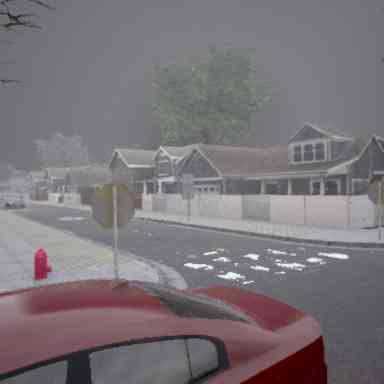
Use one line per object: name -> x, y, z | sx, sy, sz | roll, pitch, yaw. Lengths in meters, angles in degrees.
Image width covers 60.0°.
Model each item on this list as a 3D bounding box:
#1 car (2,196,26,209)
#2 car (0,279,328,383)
car -> -23.194, 1.439, 43.608 | 1.812, 1.442, 4.674 | -2, 1, -35
car -> -1.206, 1.479, 2.092 | 5.008, 1.535, 1.882 | -2, 1, -35
